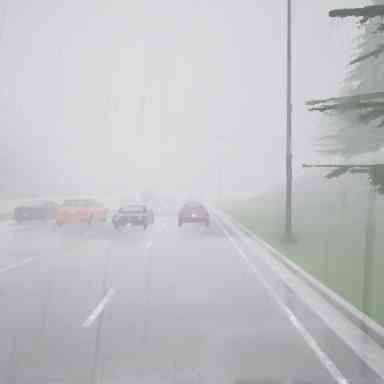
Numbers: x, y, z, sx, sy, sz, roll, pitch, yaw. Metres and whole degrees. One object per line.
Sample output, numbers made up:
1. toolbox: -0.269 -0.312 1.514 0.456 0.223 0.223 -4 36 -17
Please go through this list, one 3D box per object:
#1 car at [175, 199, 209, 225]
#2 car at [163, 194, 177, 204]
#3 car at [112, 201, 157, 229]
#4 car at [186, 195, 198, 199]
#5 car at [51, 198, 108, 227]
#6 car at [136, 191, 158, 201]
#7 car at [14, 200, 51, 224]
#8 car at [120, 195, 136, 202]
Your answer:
1. car: 0.110 1.385 22.125 1.994 1.385 4.181 0 0 0
2. car: -3.458 1.097 53.136 1.812 1.442 4.674 0 0 2
3. car: -3.391 1.438 20.110 1.895 1.301 4.718 0 0 0
4. car: 0.049 1.171 53.214 1.895 1.301 4.718 0 0 2
5. car: -6.890 1.179 21.336 2.097 1.767 4.553 0 0 0
6. car: -6.951 0.789 53.505 2.150 2.045 5.566 0 0 2
7. car: -10.389 1.290 23.185 1.882 1.535 5.008 0 0 0
8. car: -10.414 1.124 54.518 1.994 1.385 4.181 0 0 3
